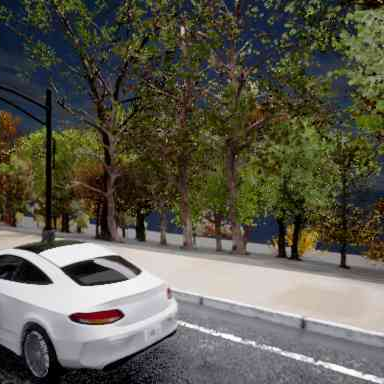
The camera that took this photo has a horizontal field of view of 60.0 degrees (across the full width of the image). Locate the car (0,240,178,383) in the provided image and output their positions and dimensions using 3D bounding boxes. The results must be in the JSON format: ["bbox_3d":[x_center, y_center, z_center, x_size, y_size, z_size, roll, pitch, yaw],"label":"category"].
[{"bbox_3d":[-2.344,1.524,5.362,4.674,1.442,1.812,0,0,36],"label":"car"}]
